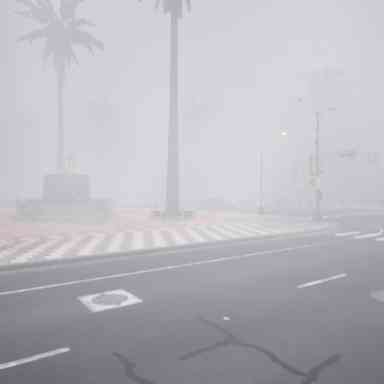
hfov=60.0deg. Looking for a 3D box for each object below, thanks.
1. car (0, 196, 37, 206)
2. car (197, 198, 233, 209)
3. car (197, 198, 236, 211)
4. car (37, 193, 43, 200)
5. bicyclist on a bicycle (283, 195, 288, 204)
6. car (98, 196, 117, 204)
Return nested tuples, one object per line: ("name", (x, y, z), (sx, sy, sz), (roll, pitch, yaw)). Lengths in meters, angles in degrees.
("car", (-28.647, 1.494, 54.335), (4.892, 1.490, 1.837), (0, 0, -14))
("car", (3.125, 1.561, 45.480), (4.718, 1.301, 1.895), (0, 0, 36))
("car", (3.090, 1.468, 40.955), (4.892, 1.490, 1.837), (0, 0, 40))
("car", (-26.044, 1.204, 58.560), (5.566, 2.045, 2.150), (0, 0, -10))
("bicyclist on a bicycle", (15.278, 1.240, 54.490), (0.582, 1.620, 1.656), (0, 0, 42))
("car", (-15.835, 1.462, 59.127), (4.902, 1.511, 2.128), (0, 0, 2))
